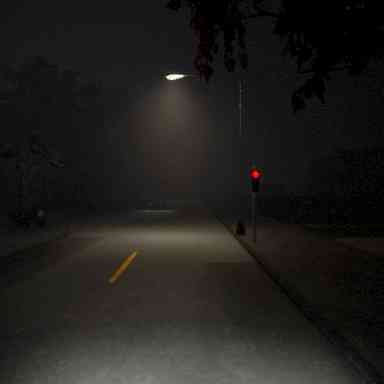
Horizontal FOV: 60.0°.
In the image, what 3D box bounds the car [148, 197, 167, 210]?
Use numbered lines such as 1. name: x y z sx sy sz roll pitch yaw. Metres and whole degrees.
1. car: -4.001 1.330 39.157 1.812 1.442 4.674 0 1 0
